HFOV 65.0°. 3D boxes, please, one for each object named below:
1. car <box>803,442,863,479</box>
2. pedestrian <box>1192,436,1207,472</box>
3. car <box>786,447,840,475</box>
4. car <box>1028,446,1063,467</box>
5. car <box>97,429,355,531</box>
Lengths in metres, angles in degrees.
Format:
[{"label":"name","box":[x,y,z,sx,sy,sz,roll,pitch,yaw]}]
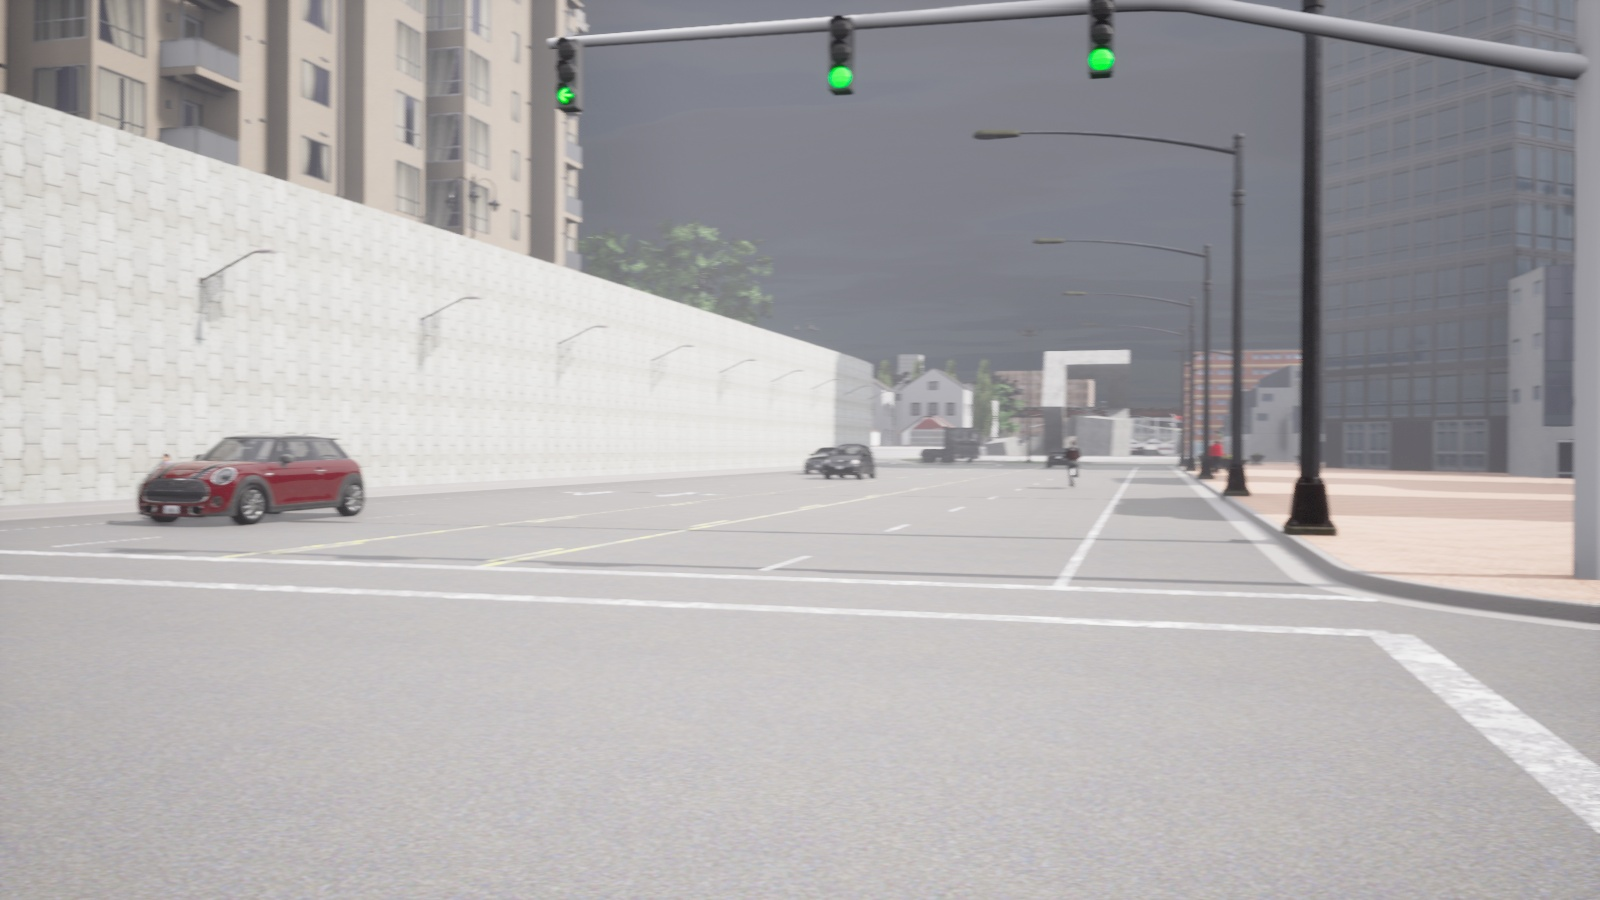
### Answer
[{"label":"car","box":[1.557,0.467,57.278,1.851,1.617,3.988,0,0,15]},{"label":"pedestrian","box":[20.561,0.223,64.609,0.634,1.844,0.899,0,0,12]},{"label":"car","box":[0.719,0.562,67.737,1.812,1.442,4.674,0,0,15]},{"label":"car","box":[17.981,0.482,91.773,2.163,1.488,4.792,0,0,15]},{"label":"car","box":[-10.868,0.514,24.195,2.097,1.767,4.553,0,0,15]}]
